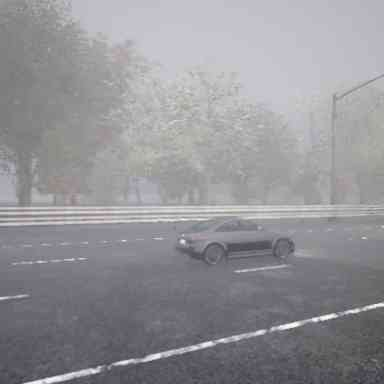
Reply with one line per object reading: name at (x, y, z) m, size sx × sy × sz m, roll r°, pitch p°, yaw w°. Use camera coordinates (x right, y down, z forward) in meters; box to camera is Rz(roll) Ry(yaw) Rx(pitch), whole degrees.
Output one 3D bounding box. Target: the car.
car at (1.484, 1.568, 11.448) m, size 4.181 × 1.385 × 1.994 m, roll 1°, pitch 0°, yaw -27°
